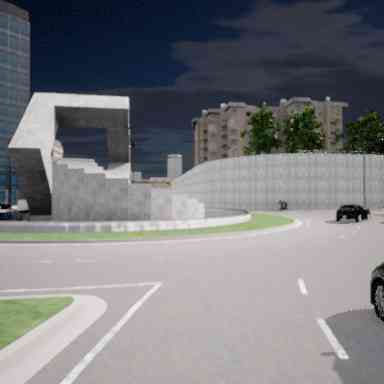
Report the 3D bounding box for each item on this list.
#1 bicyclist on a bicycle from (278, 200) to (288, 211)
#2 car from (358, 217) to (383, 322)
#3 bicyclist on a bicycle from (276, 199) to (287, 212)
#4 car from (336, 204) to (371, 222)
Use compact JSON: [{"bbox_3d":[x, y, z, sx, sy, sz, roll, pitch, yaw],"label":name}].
[{"bbox_3d":[13.682,2.027,49.000,1.656,1.620,0.582,-6,12,-37],"label":"bicyclist on a bicycle"},{"bbox_3d":[4.246,1.414,4.435,2.097,1.767,4.553,0,-1,6],"label":"car"},{"bbox_3d":[13.269,1.995,49.468,1.656,1.620,0.582,-11,7,-39],"label":"bicyclist on a bicycle"},{"bbox_3d":[14.657,1.888,30.144,1.837,1.490,4.892,-2,-2,42],"label":"car"}]
